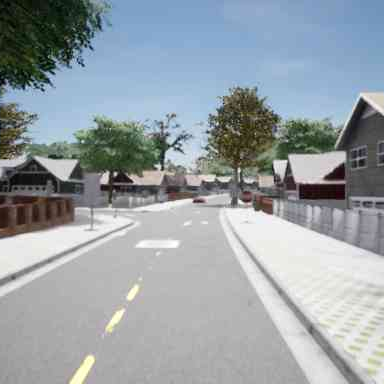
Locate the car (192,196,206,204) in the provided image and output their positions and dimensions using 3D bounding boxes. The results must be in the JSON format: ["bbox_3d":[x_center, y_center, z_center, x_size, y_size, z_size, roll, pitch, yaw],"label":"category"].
[{"bbox_3d":[1.243,1.364,57.581,1.895,1.301,4.718,0,1,9],"label":"car"}]
